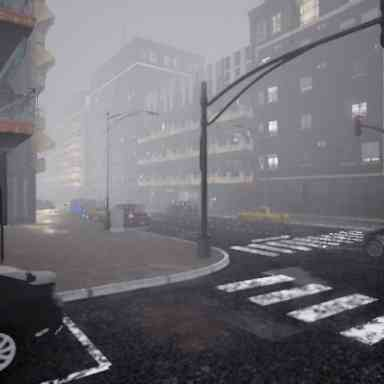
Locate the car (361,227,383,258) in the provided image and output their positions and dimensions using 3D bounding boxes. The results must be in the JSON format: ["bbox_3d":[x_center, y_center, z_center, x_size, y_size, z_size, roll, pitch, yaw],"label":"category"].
[{"bbox_3d":[8.237,1.731,11.563,1.994,1.385,4.181,0,0,-36],"label":"car"}]

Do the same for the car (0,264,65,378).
[{"bbox_3d":[-3.824,1.541,3.841,4.403,1.369,2.008,1,-1,-36],"label":"car"}]

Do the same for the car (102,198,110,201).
[{"bbox_3d":[-13.962,1.695,52.200,1.967,1.590,4.097,-1,0,-36],"label":"car"}]

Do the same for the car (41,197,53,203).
[{"bbox_3d":[-36.569,1.920,83.659,1.887,1.381,4.507,-1,0,-36],"label":"car"}]

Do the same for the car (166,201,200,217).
[{"bbox_3d":[-1.042,1.634,34.223,1.967,1.590,4.097,-1,0,-36],"label":"car"}]

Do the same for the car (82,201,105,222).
[{"bbox_3d":[-7.748,1.760,29.196,1.752,1.417,4.829,-1,0,-36],"label":"car"}]

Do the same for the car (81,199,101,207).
[{"bbox_3d":[-17.191,1.837,56.694,1.947,1.339,4.313,-1,0,-36],"label":"car"}]

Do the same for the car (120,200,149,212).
[{"bbox_3d":[-7.501,1.775,43.212,2.008,1.369,4.403,-1,0,-36],"label":"car"}]

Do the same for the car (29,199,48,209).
[{"bbox_3d":[-23.996,1.877,51.804,1.947,1.339,4.313,-1,0,-36],"label":"car"}]

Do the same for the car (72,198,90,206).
[{"bbox_3d":[-20.420,1.838,61.189,2.008,1.369,4.403,-1,0,-36],"label":"car"}]

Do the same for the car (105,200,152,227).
[{"bbox_3d":[-4.618,1.661,24.840,1.967,1.590,4.097,-1,0,-36],"label":"car"}]

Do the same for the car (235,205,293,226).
[{"bbox_3d":[5.318,1.692,25.374,1.752,1.417,4.829,-1,0,-36],"label":"car"}]

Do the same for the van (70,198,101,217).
[{"bbox_3d":[-11.078,1.591,33.827,1.690,1.788,3.998,-1,0,-36],"label":"van"}]

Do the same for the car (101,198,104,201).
[{"bbox_3d":[-12.917,1.822,40.998,1.994,1.385,4.181,0,0,-36],"label":"car"}]

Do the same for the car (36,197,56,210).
[{"bbox_3d":[-20.767,1.735,47.310,1.967,1.590,4.097,-1,0,-36],"label":"car"}]
